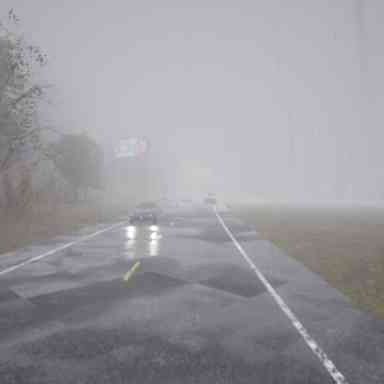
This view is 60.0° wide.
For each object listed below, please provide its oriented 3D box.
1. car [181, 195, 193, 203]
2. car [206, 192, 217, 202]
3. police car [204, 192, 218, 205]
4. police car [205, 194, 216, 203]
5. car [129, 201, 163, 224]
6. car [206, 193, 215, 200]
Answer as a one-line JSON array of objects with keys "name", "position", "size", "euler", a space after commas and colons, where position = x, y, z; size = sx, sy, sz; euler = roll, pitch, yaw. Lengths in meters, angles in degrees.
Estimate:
[{"name": "car", "position": [-0.882, 1.287, 64.183], "size": [1.882, 1.535, 5.008], "euler": [0, 0, 5]}, {"name": "car", "position": [4.044, 1.044, 68.293], "size": [2.150, 2.045, 5.566], "euler": [0, 0, 5]}, {"name": "police car", "position": [2.826, 1.236, 52.472], "size": [1.930, 1.638, 5.238], "euler": [0, 0, 4]}, {"name": "police car", "position": [3.554, 1.235, 62.412], "size": [1.930, 1.638, 5.238], "euler": [0, 0, 5]}, {"name": "car", "position": [-3.201, 1.410, 23.858], "size": [1.837, 1.490, 4.892], "euler": [0, 0, 2]}, {"name": "car", "position": [4.814, 1.096, 87.139], "size": [2.097, 1.767, 4.553], "euler": [0, 0, 6]}]
